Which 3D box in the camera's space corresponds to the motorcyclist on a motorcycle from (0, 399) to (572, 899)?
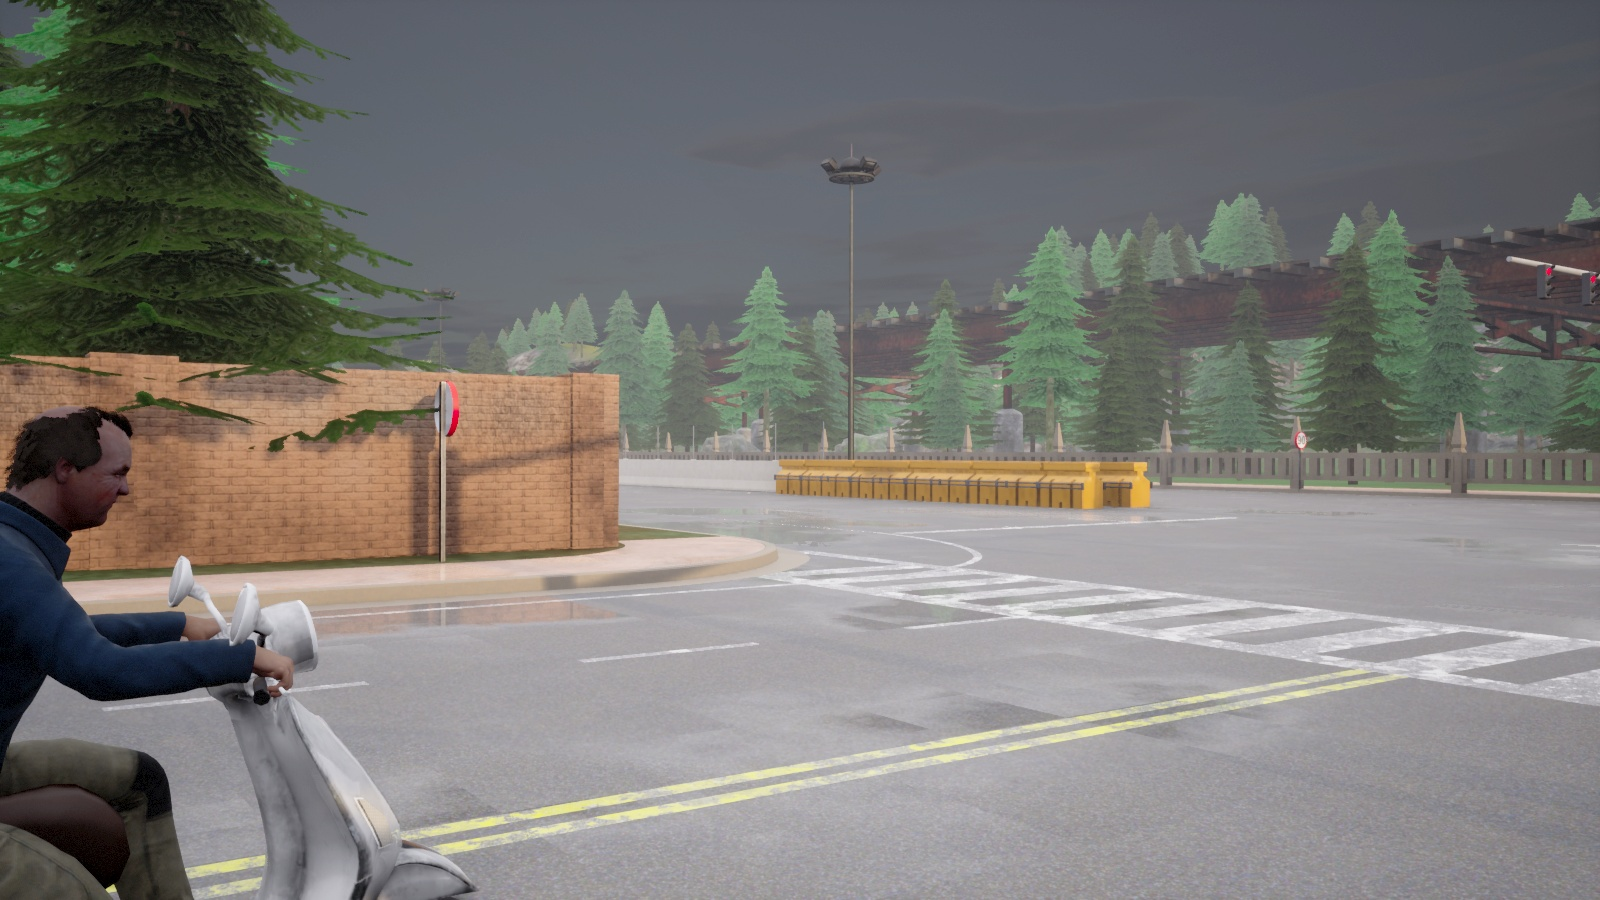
[{"bbox_3d":[-1.499,0.708,2.616,1.817,1.590,0.866,0,0,-35],"label":"motorcyclist on a motorcycle"}]
